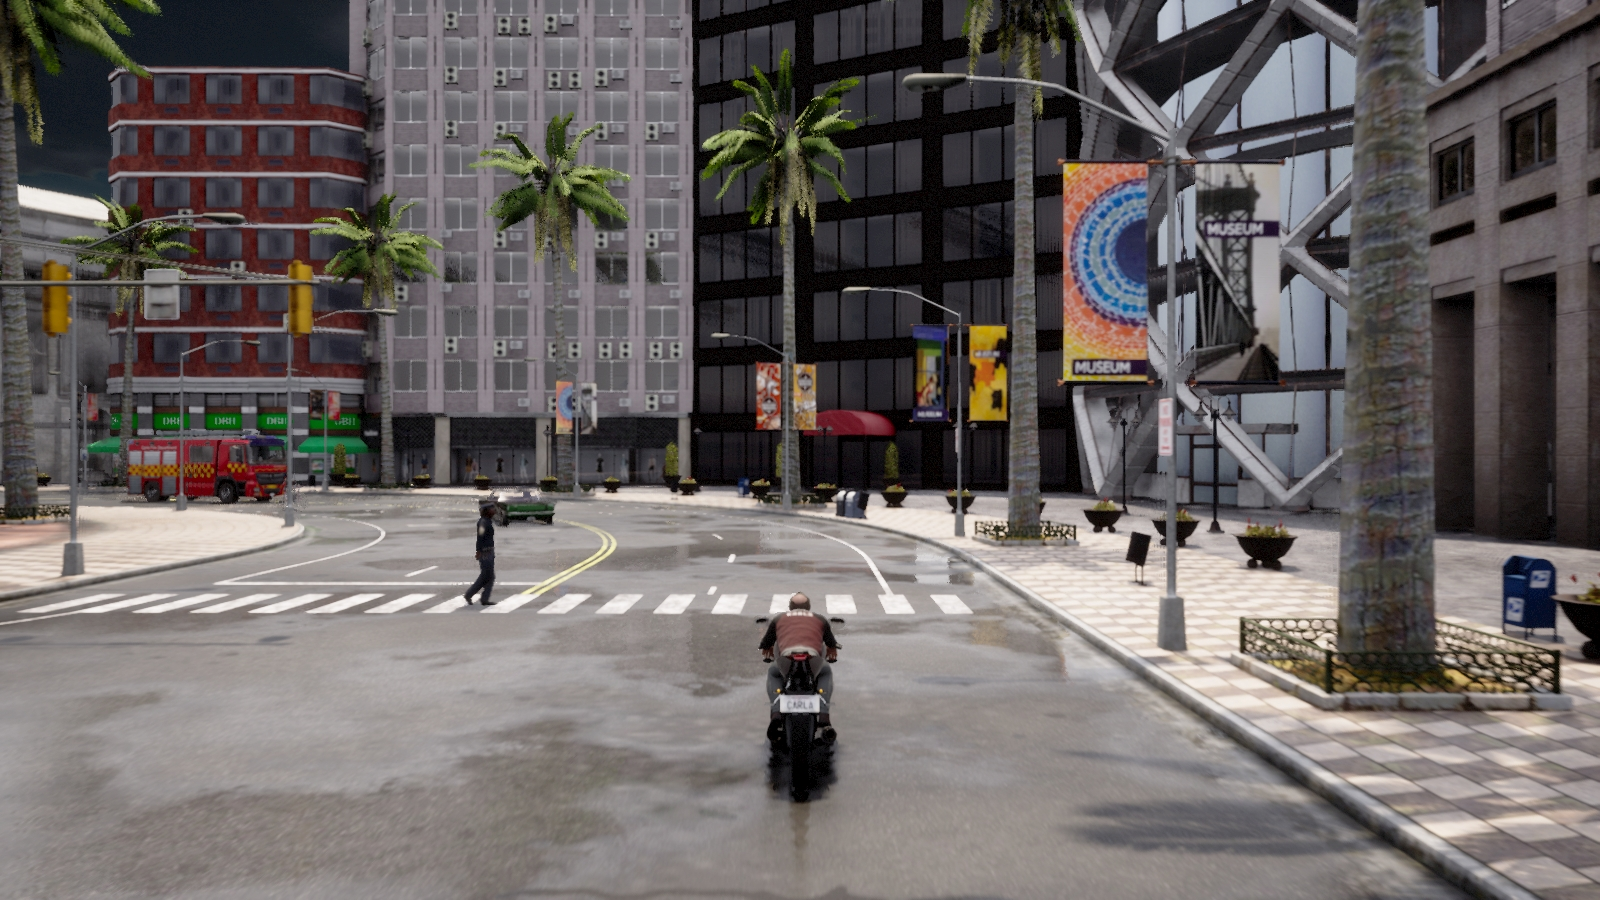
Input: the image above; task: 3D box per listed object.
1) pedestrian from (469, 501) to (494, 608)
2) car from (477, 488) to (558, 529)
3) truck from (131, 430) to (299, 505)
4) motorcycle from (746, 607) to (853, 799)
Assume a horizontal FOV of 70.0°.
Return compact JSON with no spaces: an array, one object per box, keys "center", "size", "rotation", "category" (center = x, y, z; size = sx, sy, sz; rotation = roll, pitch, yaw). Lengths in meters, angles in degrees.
[{"center":[-5.666,1.850,20.338],"size":[0.375,1.860,0.375],"rotation":[0,0,-4],"category":"pedestrian"},{"center":[-10.750,2.159,43.255],"size":[1.895,1.301,4.718],"rotation":[0,0,-28],"category":"car"},{"center":[-31.405,0.896,61.318],"size":[8.468,3.827,2.891],"rotation":[0,0,18],"category":"truck"},{"center":[-0.001,2.206,10.385],"size":[0.867,1.251,2.209],"rotation":[0,0,0],"category":"motorcycle"}]
